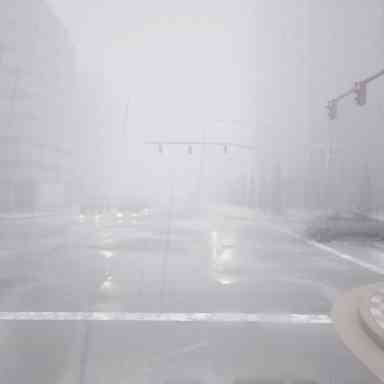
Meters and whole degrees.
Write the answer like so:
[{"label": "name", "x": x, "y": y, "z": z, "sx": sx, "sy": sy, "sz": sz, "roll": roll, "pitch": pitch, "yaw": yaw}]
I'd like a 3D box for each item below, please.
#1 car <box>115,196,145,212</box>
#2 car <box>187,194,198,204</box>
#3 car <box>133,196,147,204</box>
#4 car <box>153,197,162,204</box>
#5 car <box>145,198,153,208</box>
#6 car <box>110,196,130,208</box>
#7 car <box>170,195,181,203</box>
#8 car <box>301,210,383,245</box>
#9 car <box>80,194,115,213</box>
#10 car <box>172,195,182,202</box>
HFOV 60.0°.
[{"label": "car", "x": -7.044, "y": 1.352, "z": 38.123, "sx": 2.097, "sy": 1.767, "sz": 4.553, "roll": 0, "pitch": 0, "yaw": 0}, {"label": "car", "x": 0.097, "y": 1.547, "z": 66.143, "sx": 2.033, "sy": 1.411, "sz": 5.357, "roll": 0, "pitch": 0, "yaw": 0}, {"label": "car", "x": -10.407, "y": 1.547, "z": 66.926, "sx": 2.033, "sy": 1.411, "sz": 5.357, "roll": 0, "pitch": 0, "yaw": 0}, {"label": "car", "x": -6.953, "y": 1.564, "z": 64.302, "sx": 1.994, "sy": 1.385, "sz": 4.181, "roll": 0, "pitch": 0, "yaw": 1}, {"label": "car", "x": -7.026, "y": 1.526, "z": 47.525, "sx": 1.812, "sy": 1.442, "sz": 4.674, "roll": 0, "pitch": 0, "yaw": -1}, {"label": "car", "x": -10.525, "y": 1.478, "z": 49.238, "sx": 1.882, "sy": 1.535, "sz": 5.008, "roll": 0, "pitch": 0, "yaw": 0}, {"label": "car", "x": -3.402, "y": 1.505, "z": 66.718, "sx": 1.837, "sy": 1.490, "sz": 4.892, "roll": 0, "pitch": 0, "yaw": 0}, {"label": "car", "x": 6.977, "y": 1.508, "z": 14.547, "sx": 4.181, "sy": 1.385, "sz": 1.994, "roll": 0, "pitch": 0, "yaw": 7}, {"label": "car", "x": -10.545, "y": 1.222, "z": 36.780, "sx": 2.150, "sy": 2.045, "sz": 5.566, "roll": 0, "pitch": 0, "yaw": 0}, {"label": "car", "x": -3.388, "y": 1.494, "z": 76.045, "sx": 2.128, "sy": 1.511, "sz": 4.902, "roll": 0, "pitch": 0, "yaw": 0}]
